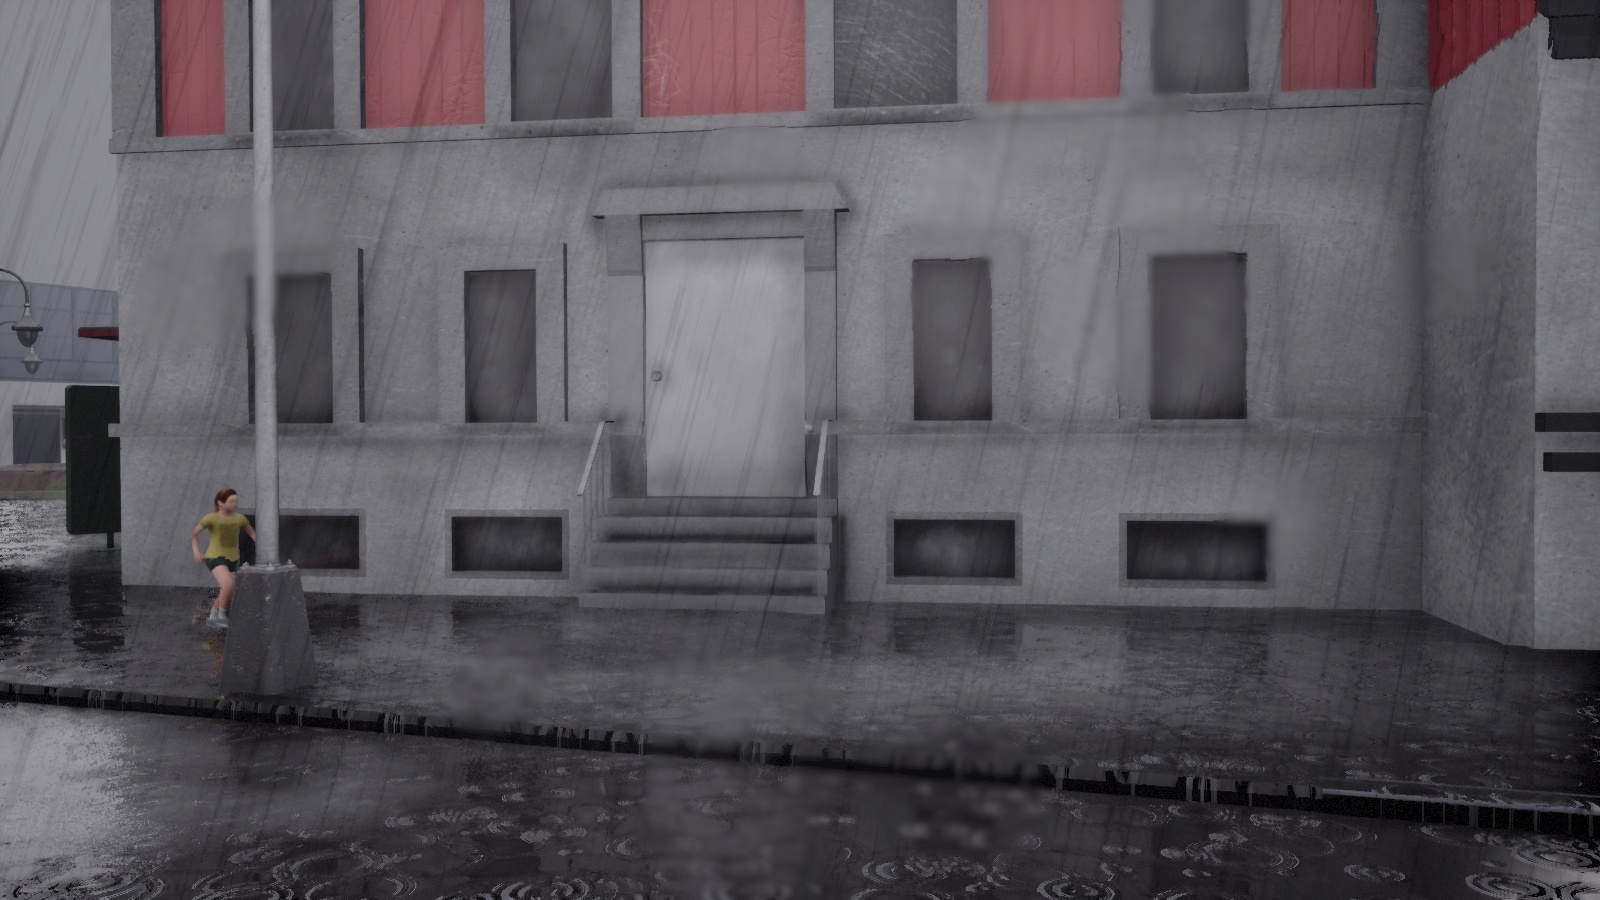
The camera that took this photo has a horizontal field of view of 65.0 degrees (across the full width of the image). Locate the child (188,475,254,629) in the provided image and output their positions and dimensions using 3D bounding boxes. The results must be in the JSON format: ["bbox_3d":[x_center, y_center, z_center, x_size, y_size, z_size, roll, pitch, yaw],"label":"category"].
[{"bbox_3d":[-4.328,0.750,9.386,0.394,1.110,0.255,1,1,28],"label":"child"}]
